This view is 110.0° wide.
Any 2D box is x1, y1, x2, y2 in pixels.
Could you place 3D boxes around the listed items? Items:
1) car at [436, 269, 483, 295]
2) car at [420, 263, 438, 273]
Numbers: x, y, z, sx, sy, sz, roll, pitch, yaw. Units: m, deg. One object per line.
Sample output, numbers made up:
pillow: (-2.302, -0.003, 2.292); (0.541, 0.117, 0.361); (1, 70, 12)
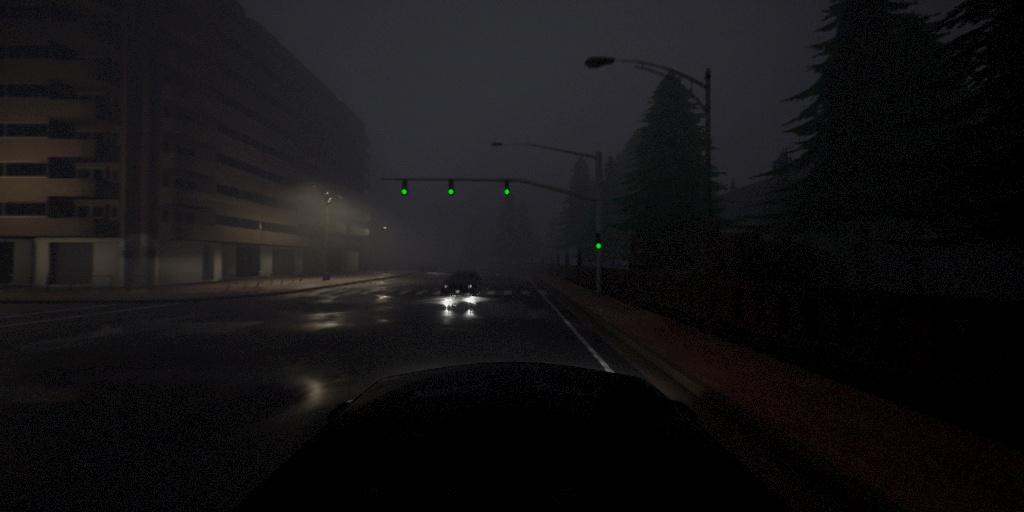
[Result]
car: (-2.881, 1.572, 22.118); (2.033, 1.411, 5.357); (0, 0, 1)
car: (-13.627, 1.946, 58.558); (2.128, 1.511, 4.902); (1, 0, -32)
